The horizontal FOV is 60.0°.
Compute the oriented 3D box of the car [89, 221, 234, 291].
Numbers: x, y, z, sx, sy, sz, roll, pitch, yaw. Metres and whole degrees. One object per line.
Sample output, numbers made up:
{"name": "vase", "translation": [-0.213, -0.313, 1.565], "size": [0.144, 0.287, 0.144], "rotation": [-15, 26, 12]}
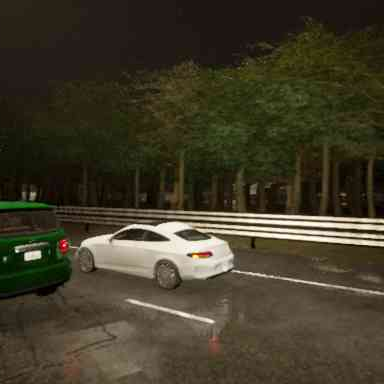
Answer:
{"name": "car", "translation": [-1.135, 1.526, 8.986], "size": [4.674, 1.442, 1.812], "rotation": [0, 0, 35]}

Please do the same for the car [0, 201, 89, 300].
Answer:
{"name": "car", "translation": [-5.047, 1.226, 7.433], "size": [5.566, 2.045, 2.150], "rotation": [0, 0, 34]}
